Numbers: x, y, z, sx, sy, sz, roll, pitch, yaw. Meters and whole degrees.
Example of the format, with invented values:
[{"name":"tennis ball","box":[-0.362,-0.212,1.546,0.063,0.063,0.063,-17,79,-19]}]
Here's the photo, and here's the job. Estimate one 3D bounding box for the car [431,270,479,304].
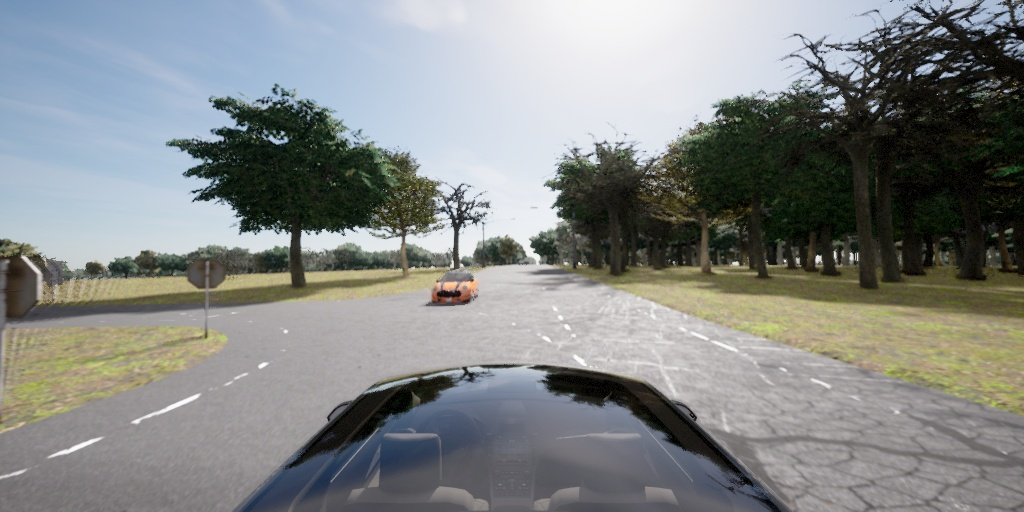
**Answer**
[{"name":"car","box":[-3.158,1.671,20.519,2.097,1.767,4.553,-2,0,2]}]
